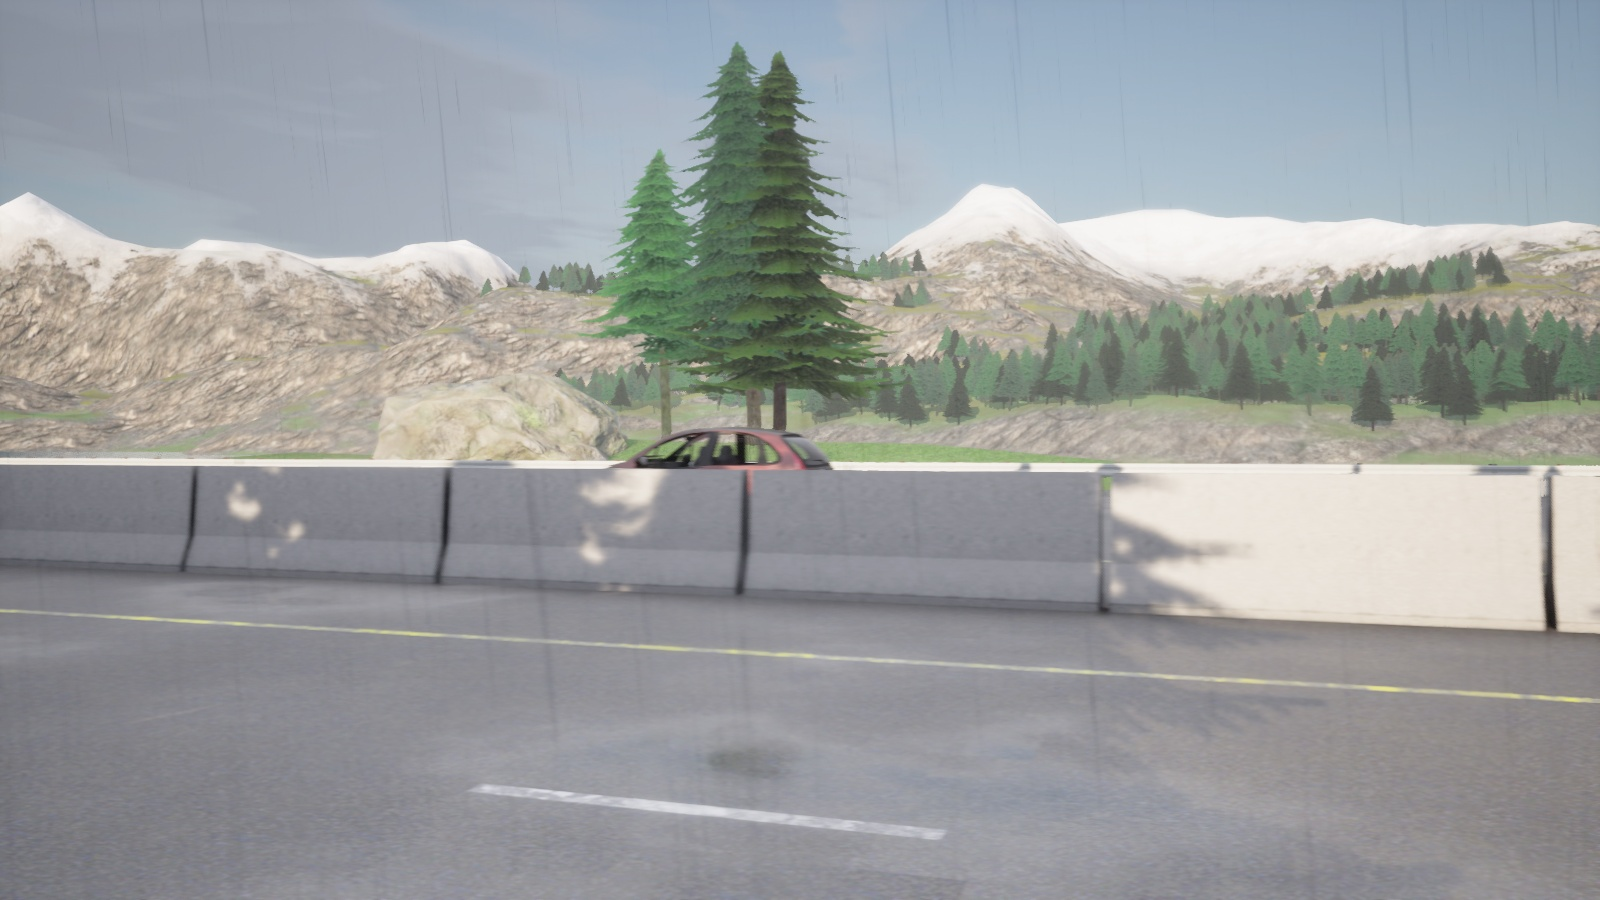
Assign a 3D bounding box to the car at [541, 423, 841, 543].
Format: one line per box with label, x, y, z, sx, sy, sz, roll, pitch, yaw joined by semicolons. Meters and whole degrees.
car;-1.577;0.423;18.493;3.988;1.617;1.851;1;1;19
